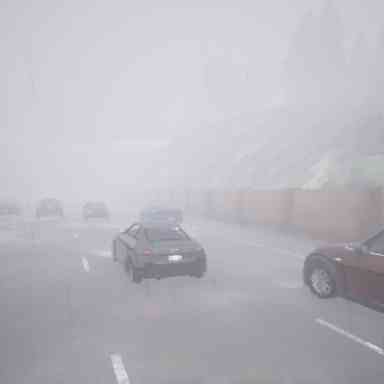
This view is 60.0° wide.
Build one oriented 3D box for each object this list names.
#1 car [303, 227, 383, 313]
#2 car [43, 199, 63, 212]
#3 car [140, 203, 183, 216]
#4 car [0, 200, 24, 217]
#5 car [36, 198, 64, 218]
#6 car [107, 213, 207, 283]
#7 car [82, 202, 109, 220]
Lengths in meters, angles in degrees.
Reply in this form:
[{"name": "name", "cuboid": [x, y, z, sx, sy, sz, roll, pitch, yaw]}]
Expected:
[{"name": "car", "cuboid": [4.121, 1.342, 5.964, 2.097, 1.767, 4.553, 0, 0, -21]}, {"name": "car", "cuboid": [-16.343, 1.513, 39.251, 1.994, 1.385, 4.181, 0, 0, -21]}, {"name": "car", "cuboid": [-2.158, 1.447, 22.134, 1.882, 1.535, 5.008, 0, 0, -21]}, {"name": "car", "cuboid": [-16.688, 1.486, 30.501, 1.812, 1.442, 4.674, 0, 0, -21]}, {"name": "car", "cuboid": [-12.575, 1.312, 29.587, 2.097, 1.767, 4.553, 0, 0, -21]}, {"name": "car", "cuboid": [-1.135, 1.550, 9.849, 1.994, 1.385, 4.181, 0, 0, -21]}, {"name": "car", "cuboid": [-8.037, 1.510, 27.582, 2.033, 1.411, 5.357, 0, 0, -21]}]
